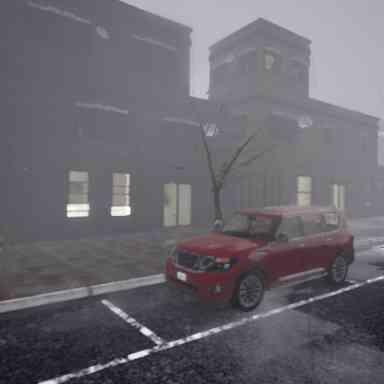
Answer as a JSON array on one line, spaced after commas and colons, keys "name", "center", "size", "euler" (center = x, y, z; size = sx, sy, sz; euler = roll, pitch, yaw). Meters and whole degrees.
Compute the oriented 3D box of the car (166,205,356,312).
[{"name": "car", "center": [1.856, 1.292, 7.857], "size": [5.009, 1.841, 2.192], "euler": [0, 1, -35]}]
